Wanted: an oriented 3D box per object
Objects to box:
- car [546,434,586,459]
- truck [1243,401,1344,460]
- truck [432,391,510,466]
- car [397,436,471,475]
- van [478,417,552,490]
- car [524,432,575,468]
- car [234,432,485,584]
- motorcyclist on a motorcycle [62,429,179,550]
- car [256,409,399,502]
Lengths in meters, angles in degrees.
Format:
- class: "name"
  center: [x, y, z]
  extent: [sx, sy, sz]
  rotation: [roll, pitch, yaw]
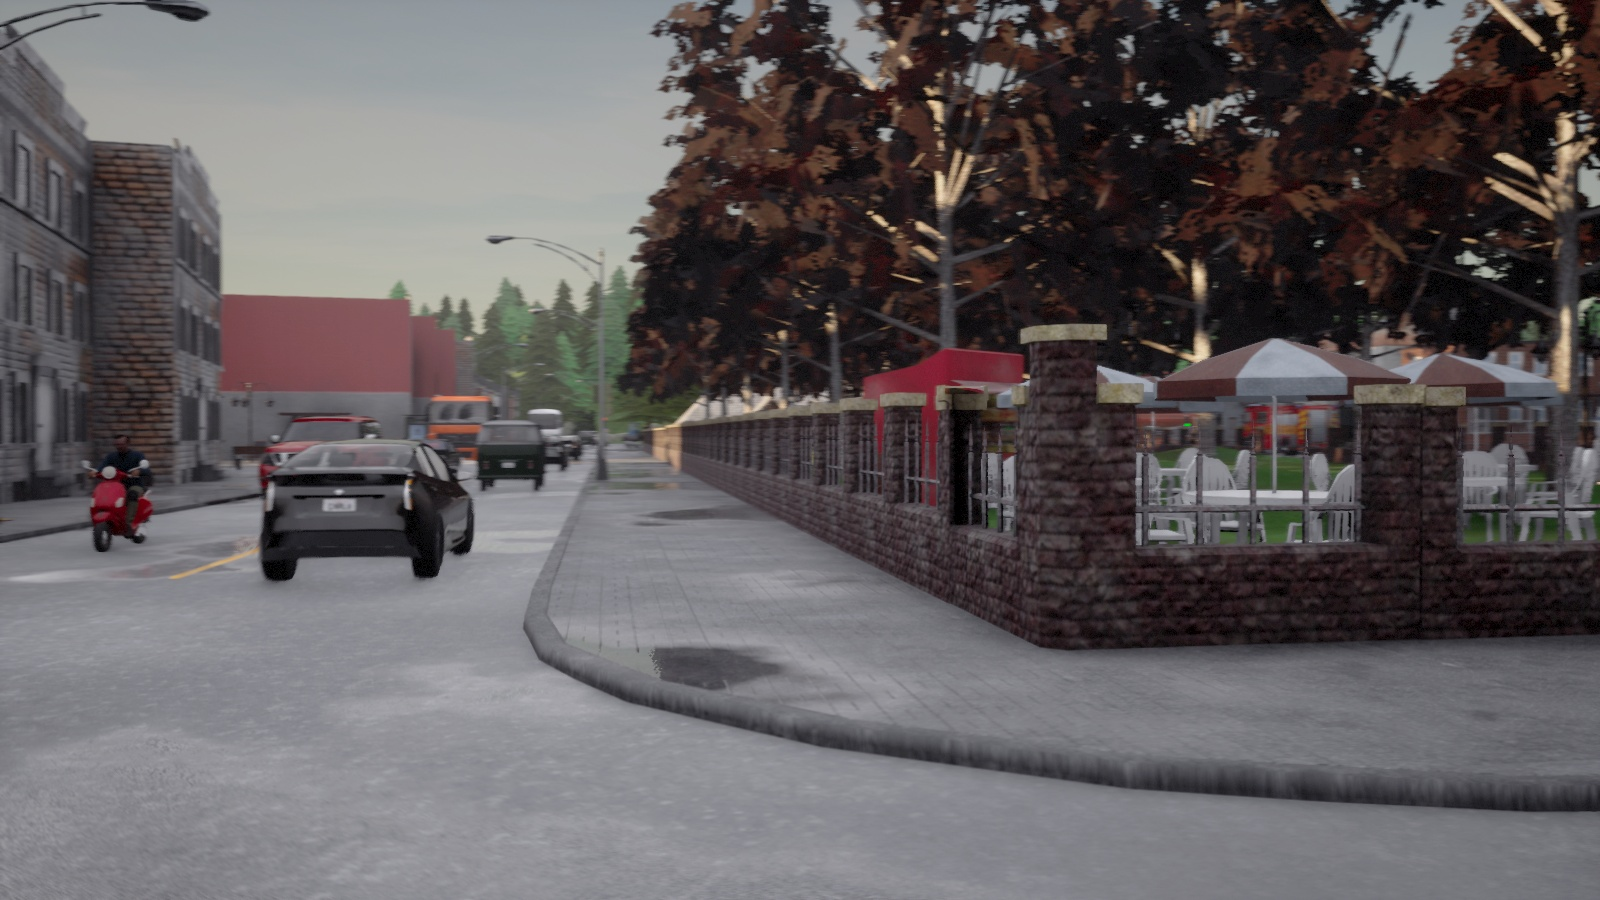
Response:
- class: "car"
  center: [-14.066, -0.236, 75.747]
  extent: [2.163, 1.488, 4.792]
  rotation: [0, 1, -8]
- class: "truck"
  center: [33.738, -1.319, 86.333]
  extent: [2.891, 3.827, 8.468]
  rotation: [0, 1, -6]
- class: "truck"
  center: [-16.002, -1.040, 61.577]
  extent: [2.891, 3.462, 7.936]
  rotation: [0, 1, -8]
- class: "car"
  center: [-14.053, 0.171, 48.469]
  extent: [2.033, 1.411, 5.357]
  rotation: [0, 1, -9]
- class: "van"
  center: [-8.212, 0.061, 36.491]
  extent: [1.775, 1.987, 4.442]
  rotation: [0, 1, -9]
- class: "car"
  center: [-11.151, -0.017, 56.123]
  extent: [2.007, 1.525, 4.514]
  rotation: [0, 1, -8]
- class: "car"
  center: [-5.011, 0.553, 14.964]
  extent: [2.007, 1.525, 4.514]
  rotation: [0, 1, -9]
- class: "motorcyclist on a motorcycle"
  center: [-9.408, 0.506, 17.480]
  extent: [0.866, 1.590, 1.817]
  rotation: [0, 1, -9]
- class: "car"
  center: [-11.392, 0.088, 30.723]
  extent: [2.150, 2.045, 5.566]
  rotation: [0, 1, -9]
